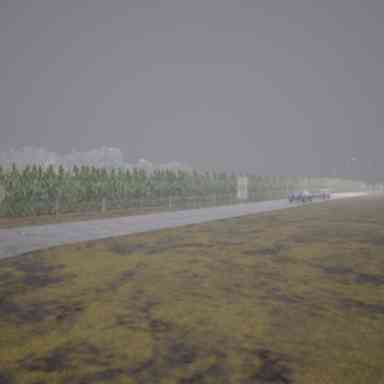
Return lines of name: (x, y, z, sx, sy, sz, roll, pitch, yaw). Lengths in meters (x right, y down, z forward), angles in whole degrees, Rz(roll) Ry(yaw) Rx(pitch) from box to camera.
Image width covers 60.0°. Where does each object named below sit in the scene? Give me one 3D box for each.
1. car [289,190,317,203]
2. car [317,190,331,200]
car: (14.591, 0.457, 44.203, 2.097, 1.767, 4.553, 1, 2, 36)
car: (20.471, 0.366, 52.454, 2.128, 1.511, 4.902, 1, 2, 36)
